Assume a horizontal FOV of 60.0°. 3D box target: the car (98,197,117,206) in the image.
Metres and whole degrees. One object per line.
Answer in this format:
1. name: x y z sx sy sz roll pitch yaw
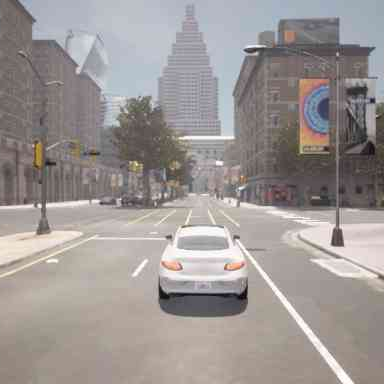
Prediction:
1. car: -13.823 1.546 54.953 2.033 1.411 5.357 0 0 2

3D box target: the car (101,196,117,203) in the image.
1. car: -16.705 1.593 67.376 1.895 1.301 4.718 0 0 1

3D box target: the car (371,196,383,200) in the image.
1. car: 36.007 1.479 67.556 2.231 1.521 4.892 0 0 1

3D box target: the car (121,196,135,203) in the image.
1. car: -13.398 1.551 69.837 1.994 1.385 4.181 0 0 1

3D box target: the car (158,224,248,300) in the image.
1. car: 0.266 1.526 8.303 1.812 1.442 4.674 0 0 2

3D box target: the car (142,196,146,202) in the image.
1. car: -9.877 1.551 70.702 1.994 1.385 4.181 0 0 1

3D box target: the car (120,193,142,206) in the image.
1. car: -10.312 1.219 55.404 2.150 2.045 5.566 0 0 2
